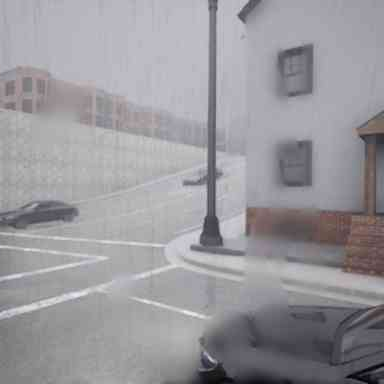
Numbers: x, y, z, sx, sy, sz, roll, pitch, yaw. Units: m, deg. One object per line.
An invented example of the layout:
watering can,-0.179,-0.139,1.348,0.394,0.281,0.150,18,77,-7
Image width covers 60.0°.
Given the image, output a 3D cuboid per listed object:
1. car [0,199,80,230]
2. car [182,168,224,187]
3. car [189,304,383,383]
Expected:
car,-8.836,1.202,19.316,1.812,1.442,4.674,1,4,37
car,1.210,-1.600,33.452,2.033,1.411,5.357,1,14,35
car,2.154,1.530,2.432,4.674,1.442,1.812,1,0,36
